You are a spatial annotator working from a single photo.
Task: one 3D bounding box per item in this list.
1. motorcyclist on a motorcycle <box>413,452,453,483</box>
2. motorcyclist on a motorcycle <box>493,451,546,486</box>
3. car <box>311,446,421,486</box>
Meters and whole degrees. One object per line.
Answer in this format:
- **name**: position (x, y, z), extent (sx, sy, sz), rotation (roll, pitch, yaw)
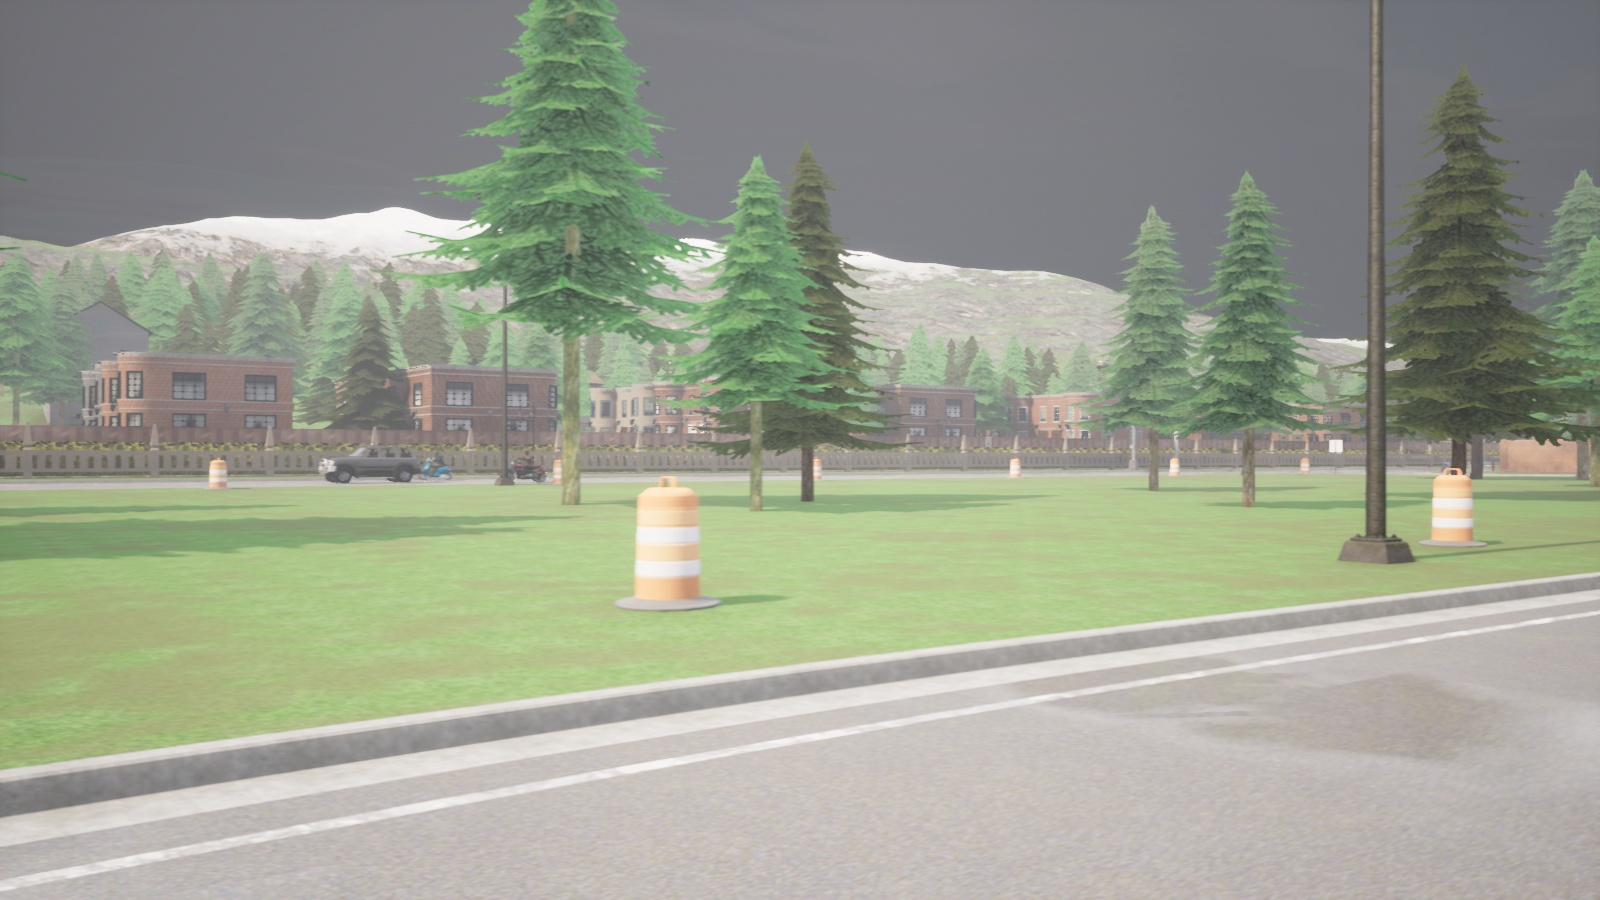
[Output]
- **motorcyclist on a motorcycle**: position (-19.098, 0.899, 65.354), extent (1.817, 1.590, 0.866), rotation (0, 0, -35)
- **motorcyclist on a motorcycle**: position (-13.543, 0.873, 60.687), extent (2.350, 1.649, 0.766), rotation (0, 0, -34)
- **car**: position (-20.703, 0.752, 59.959), extent (4.605, 1.855, 1.932), rotation (0, 0, -35)
